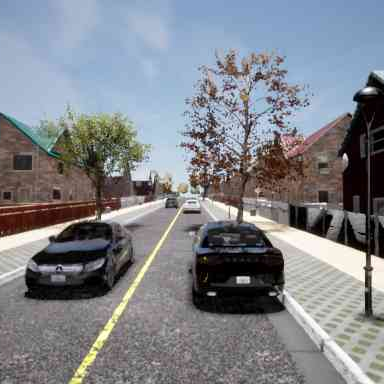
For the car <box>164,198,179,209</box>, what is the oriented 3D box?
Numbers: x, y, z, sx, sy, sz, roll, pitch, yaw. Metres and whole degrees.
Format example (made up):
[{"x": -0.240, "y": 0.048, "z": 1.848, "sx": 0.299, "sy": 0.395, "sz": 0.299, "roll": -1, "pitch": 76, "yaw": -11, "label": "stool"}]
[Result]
[{"x": -2.834, "y": 1.567, "z": 46.931, "sx": 1.837, "sy": 1.490, "sz": 4.892, "roll": 0, "pitch": 0, "yaw": 0, "label": "car"}]

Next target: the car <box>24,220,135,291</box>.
[{"x": -2.765, "y": 1.535, "z": 9.205, "sx": 1.812, "sy": 1.442, "sz": 4.674, "roll": 0, "pitch": 0, "yaw": 0, "label": "car"}]

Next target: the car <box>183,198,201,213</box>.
[{"x": 0.008, "y": 1.573, "z": 36.944, "sx": 1.812, "sy": 1.442, "sz": 4.674, "roll": 0, "pitch": 0, "yaw": 0, "label": "car"}]

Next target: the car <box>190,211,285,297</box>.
[{"x": 0.948, "y": 1.487, "z": 8.664, "sx": 1.882, "sy": 1.535, "sz": 5.008, "roll": 0, "pitch": 0, "yaw": 0, "label": "car"}]

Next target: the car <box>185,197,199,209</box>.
[{"x": -0.031, "y": 1.540, "z": 47.185, "sx": 1.882, "sy": 1.535, "sz": 5.008, "roll": 0, "pitch": 0, "yaw": 0, "label": "car"}]
